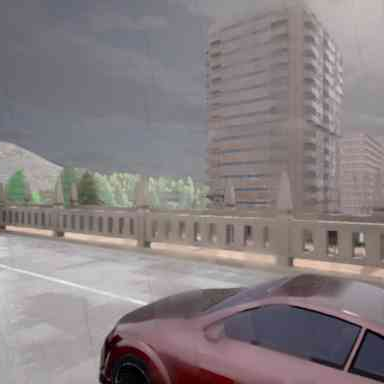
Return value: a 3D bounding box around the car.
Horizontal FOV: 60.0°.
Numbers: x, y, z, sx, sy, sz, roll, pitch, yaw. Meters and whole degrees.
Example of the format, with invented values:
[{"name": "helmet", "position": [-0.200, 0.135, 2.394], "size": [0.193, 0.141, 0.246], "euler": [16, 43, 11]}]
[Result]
[{"name": "car", "position": [1.029, 1.565, 3.261], "size": [4.181, 1.385, 1.994], "euler": [0, 0, 36]}]
